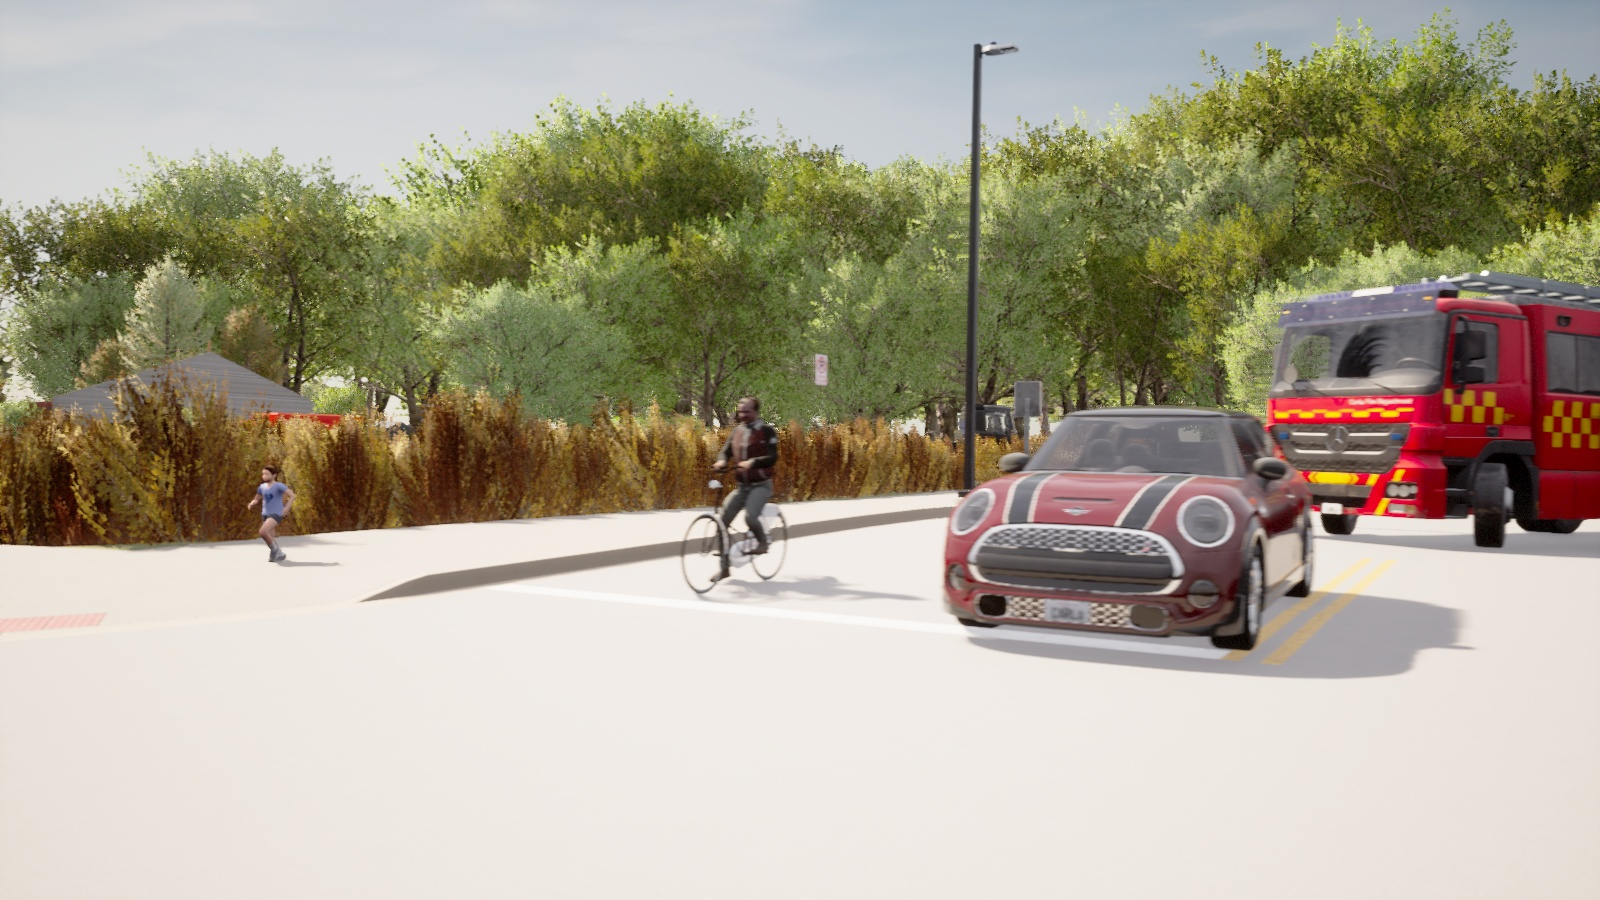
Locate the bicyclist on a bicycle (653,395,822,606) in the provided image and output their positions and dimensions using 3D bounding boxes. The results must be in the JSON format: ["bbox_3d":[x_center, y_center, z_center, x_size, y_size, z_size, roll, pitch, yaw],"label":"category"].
[{"bbox_3d":[-0.529,0.403,11.527,0.659,1.776,1.843,0,1,29],"label":"bicyclist on a bicycle"}]

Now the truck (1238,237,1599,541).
[{"bbox_3d":[10.847,-0.747,19.114,8.468,3.827,2.891,1,0,-28],"label":"truck"}]

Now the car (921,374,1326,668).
[{"bbox_3d":[2.835,0.379,10.057,2.097,1.767,4.553,0,1,28],"label":"car"}]

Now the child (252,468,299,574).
[{"bbox_3d":[-5.581,0.747,13.368,0.255,1.110,0.394,0,0,20],"label":"child"}]

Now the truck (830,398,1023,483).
[{"bbox_3d":[5.308,-0.393,53.680,7.936,3.462,2.891,0,0,0],"label":"truck"}]
